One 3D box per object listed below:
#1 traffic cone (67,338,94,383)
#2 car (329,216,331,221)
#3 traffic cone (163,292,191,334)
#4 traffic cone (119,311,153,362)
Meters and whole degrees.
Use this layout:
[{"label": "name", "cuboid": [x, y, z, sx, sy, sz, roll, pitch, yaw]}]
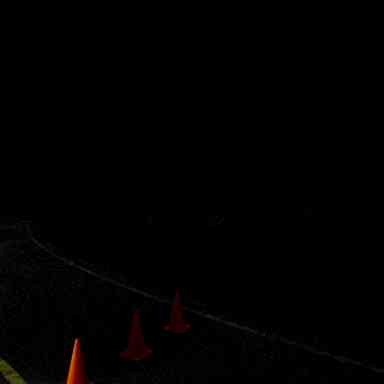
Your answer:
[{"label": "traffic cone", "cuboid": [-1.284, 1.945, 3.740, 0.340, 0.580, 0.340, 1, 1, 31]}, {"label": "car", "cuboid": [35.606, 6.632, 82.740, 1.851, 1.617, 3.988, -4, -3, 4]}, {"label": "traffic cone", "cuboid": [-0.245, 1.931, 5.441, 0.340, 0.580, 0.340, 1, 1, 31]}, {"label": "traffic cone", "cuboid": [-0.765, 1.938, 4.590, 0.340, 0.580, 0.340, 1, 1, 31]}]
